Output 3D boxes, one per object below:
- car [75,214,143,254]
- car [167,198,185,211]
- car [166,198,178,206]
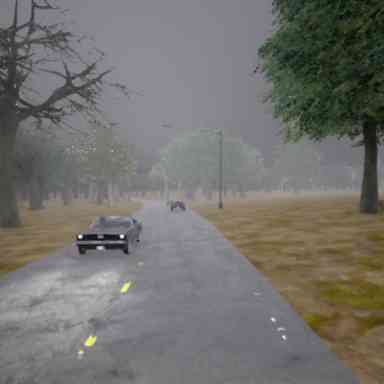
[{"bbox_3d":[-3.210,1.629,13.674,1.895,1.301,4.718,0,0,-2],"label":"car"},{"bbox_3d":[-1.955,1.657,44.038,1.837,1.490,4.892,0,-1,-5],"label":"car"},{"bbox_3d":[-3.553,1.771,59.314,1.812,1.442,4.674,0,-1,-7],"label":"car"}]
